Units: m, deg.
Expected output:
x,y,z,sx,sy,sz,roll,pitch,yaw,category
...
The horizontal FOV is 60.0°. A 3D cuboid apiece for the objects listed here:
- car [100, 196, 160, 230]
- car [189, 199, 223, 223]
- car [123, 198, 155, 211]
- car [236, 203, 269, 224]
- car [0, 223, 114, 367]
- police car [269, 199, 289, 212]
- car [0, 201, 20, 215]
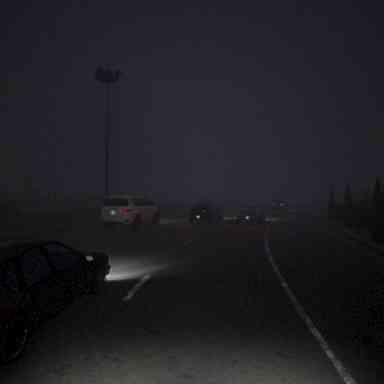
x,y,z,sx,sy,sz,roll,pitch,yaw,category
-3.887,1.249,21.752,2.150,2.045,5.566,0,0,14,car
1.204,1.558,26.484,1.837,1.490,4.892,0,0,18,car
-6.988,1.597,44.604,1.882,1.535,5.008,0,-1,23,car
4.626,1.583,25.706,1.812,1.442,4.674,0,0,18,car
-3.080,1.542,5.744,2.033,1.411,5.357,0,0,5,car
10.803,1.645,41.303,2.038,1.542,4.974,0,0,23,police car
-16.824,1.528,28.002,1.837,1.490,4.892,0,0,17,car
